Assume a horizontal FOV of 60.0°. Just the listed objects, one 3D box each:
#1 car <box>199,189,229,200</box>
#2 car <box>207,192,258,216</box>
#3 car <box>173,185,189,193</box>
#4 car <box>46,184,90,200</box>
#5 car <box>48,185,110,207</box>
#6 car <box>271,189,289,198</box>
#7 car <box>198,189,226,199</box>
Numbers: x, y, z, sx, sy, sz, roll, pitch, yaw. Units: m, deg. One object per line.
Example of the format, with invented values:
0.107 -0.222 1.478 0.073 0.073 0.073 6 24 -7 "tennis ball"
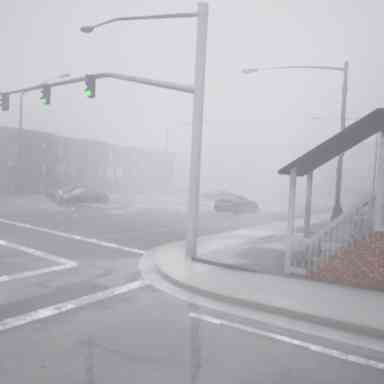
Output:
3.526 0.349 44.455 1.882 1.535 5.008 4 2 36 "car"
3.596 1.009 26.512 2.128 1.511 4.902 4 3 36 "car"
-2.236 -0.664 66.715 5.357 1.411 2.033 3 2 -8 "car"
-10.900 0.006 30.453 2.097 1.767 4.553 4 2 36 "car"
-8.902 0.392 27.286 1.812 1.442 4.674 4 3 36 "car"
18.446 0.131 67.915 4.553 1.767 2.097 4 3 36 "car"
3.042 0.260 49.717 1.895 1.301 4.718 4 3 36 "car"
